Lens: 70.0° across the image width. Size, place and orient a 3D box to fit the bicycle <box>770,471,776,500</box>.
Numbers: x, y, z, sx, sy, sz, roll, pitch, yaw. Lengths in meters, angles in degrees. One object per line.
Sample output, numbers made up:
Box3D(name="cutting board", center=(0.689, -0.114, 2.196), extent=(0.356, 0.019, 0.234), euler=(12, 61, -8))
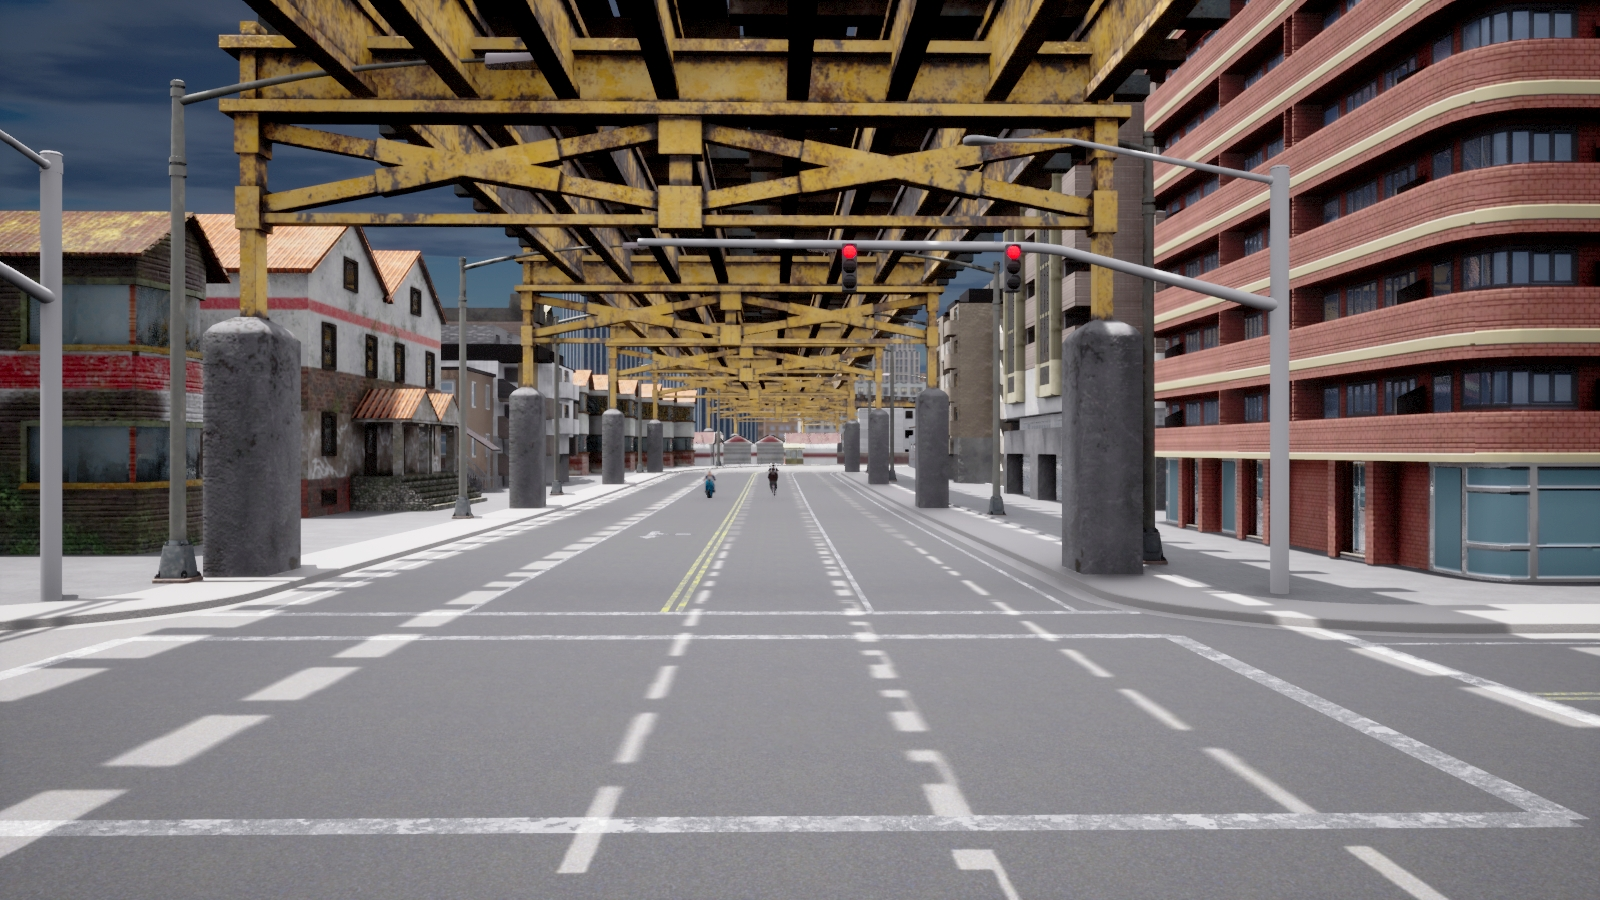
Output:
Box3D(name="bicycle", center=(-1.488, 1.941, 62.957), extent=(0.329, 1.496, 1.835), euler=(0, 1, -1))
